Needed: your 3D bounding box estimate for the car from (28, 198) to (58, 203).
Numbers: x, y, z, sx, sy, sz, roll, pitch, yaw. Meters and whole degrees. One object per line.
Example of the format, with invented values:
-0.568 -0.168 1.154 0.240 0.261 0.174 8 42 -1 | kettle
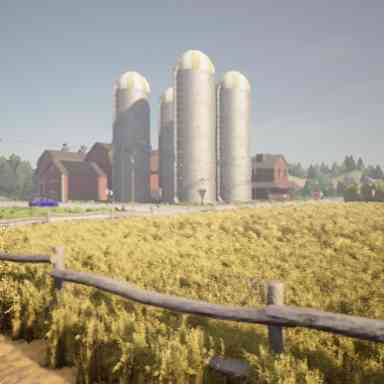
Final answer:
-24.276 1.732 54.455 2.242 1.667 4.611 0 0 39 | car
